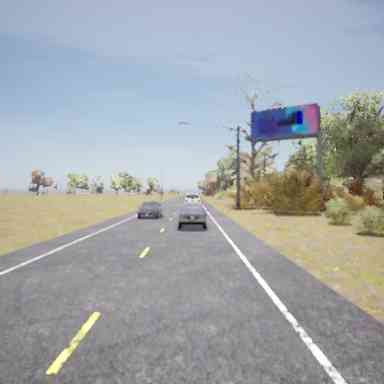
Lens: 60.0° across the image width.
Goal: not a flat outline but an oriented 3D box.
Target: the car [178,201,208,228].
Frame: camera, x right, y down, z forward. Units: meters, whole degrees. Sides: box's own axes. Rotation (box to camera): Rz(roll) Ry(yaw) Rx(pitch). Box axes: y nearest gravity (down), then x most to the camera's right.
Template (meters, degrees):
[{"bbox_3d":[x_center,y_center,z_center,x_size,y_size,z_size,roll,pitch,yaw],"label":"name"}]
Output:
[{"bbox_3d":[0.045,1.546,21.920,2.033,1.411,5.357,0,0,1],"label":"car"}]

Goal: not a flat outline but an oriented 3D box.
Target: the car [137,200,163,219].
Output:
[{"bbox_3d":[-3.556,1.504,28.876,1.837,1.490,4.892,0,0,1],"label":"car"}]

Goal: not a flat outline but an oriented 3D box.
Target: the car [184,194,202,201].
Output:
[{"bbox_3d":[0.084,1.217,43.478,2.150,2.045,5.566,0,0,0],"label":"car"}]
